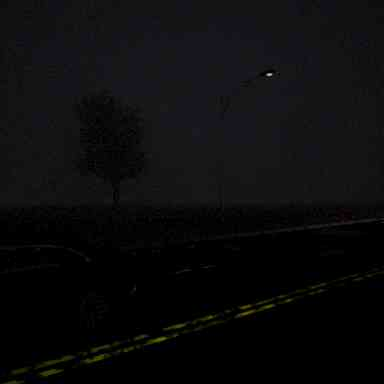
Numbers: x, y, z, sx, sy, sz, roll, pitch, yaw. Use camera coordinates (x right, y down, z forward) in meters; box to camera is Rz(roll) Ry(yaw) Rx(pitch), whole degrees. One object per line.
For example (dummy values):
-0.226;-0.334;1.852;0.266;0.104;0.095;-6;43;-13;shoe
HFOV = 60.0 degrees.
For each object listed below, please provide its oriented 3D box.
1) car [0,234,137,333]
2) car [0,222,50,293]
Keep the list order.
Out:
-3.309;1.494;5.343;4.902;1.511;2.128;0;0;-36;car
-5.719;1.569;7.617;4.181;1.385;1.994;0;0;-36;car
